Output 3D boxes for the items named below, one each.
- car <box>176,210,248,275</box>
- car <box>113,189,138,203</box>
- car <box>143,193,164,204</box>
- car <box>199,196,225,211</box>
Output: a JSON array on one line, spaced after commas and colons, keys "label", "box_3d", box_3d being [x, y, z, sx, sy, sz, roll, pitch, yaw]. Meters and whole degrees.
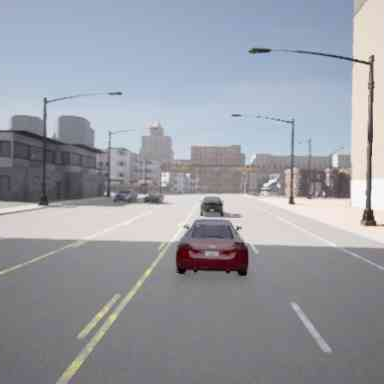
[{"label": "car", "box_3d": [0.633, 1.529, 10.494, 1.994, 1.385, 4.181, 1, 1, 3]}, {"label": "car", "box_3d": [-8.142, 0.476, 41.029, 2.097, 1.767, 4.553, 1, 2, 3]}, {"label": "car", "box_3d": [-4.656, 0.760, 40.766, 1.895, 1.301, 4.718, 1, 2, 3]}, {"label": "car", "box_3d": [1.690, 1.110, 28.040, 1.837, 1.490, 4.892, 1, 2, 3]}]
